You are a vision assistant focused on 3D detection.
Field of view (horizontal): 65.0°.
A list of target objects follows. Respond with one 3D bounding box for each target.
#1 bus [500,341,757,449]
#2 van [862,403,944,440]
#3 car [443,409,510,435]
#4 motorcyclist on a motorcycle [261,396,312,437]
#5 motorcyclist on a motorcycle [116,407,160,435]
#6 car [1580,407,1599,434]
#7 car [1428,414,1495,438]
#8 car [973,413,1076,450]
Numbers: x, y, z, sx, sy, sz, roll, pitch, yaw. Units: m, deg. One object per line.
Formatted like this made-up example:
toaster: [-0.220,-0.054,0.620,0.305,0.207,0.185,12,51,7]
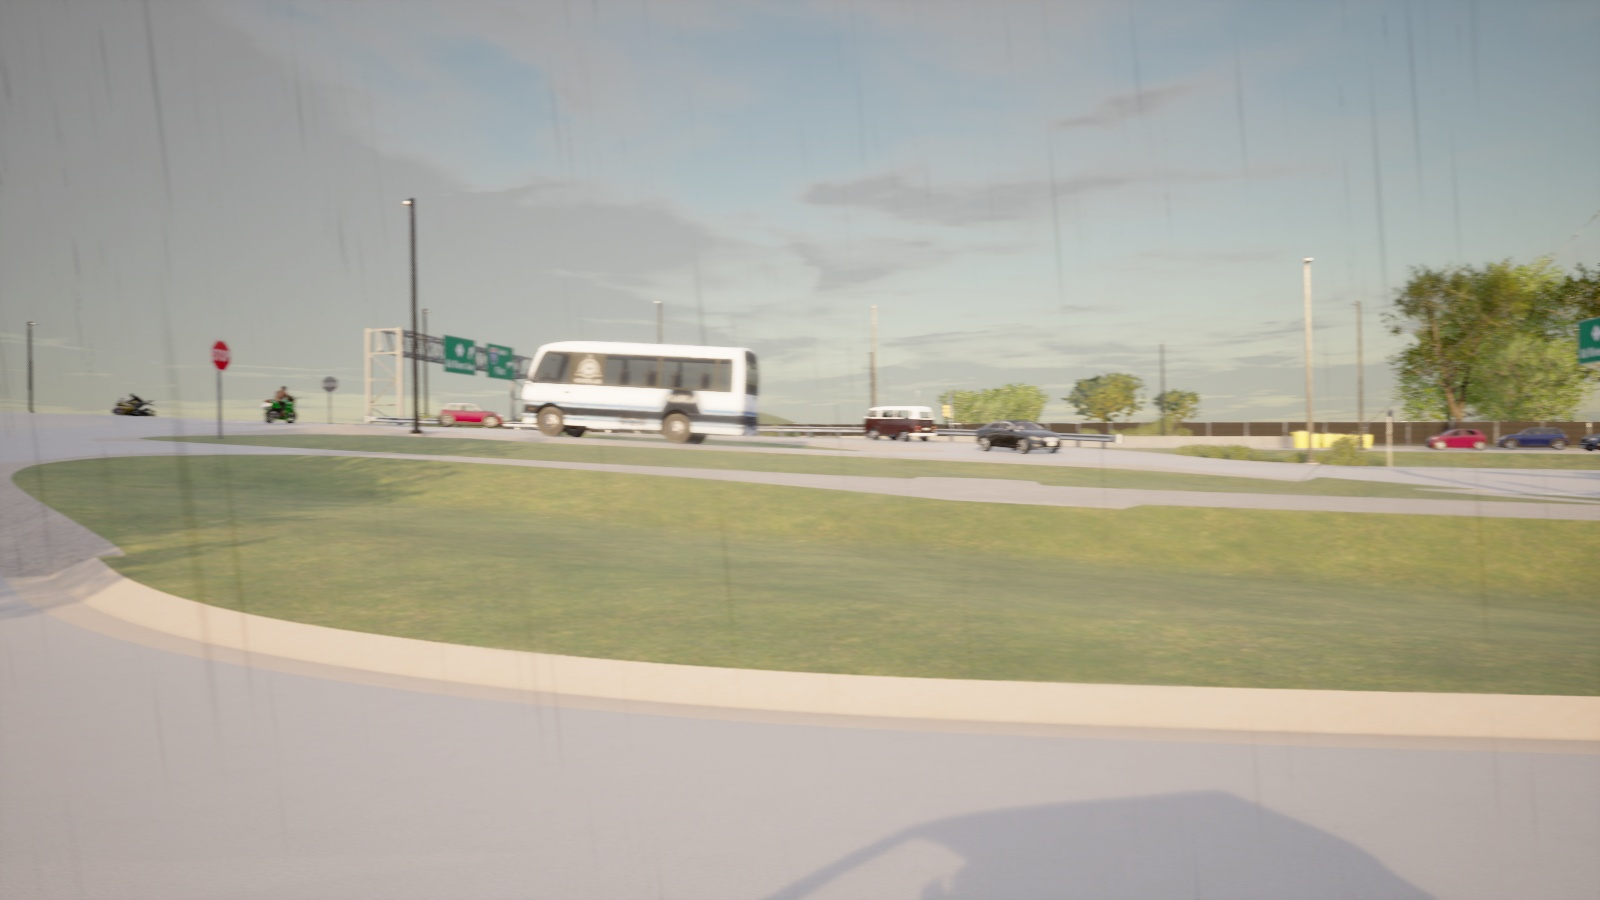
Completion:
bus: [-7.397,-2.363,54.912,10.273,4.253,3.944,2,1,11]
van: [5.900,-1.640,72.240,2.069,2.038,4.480,-1,2,-41]
car: [-19.319,-1.648,75.048,3.806,1.475,1.970,0,0,-13]
motorcyclist on a motorcycle: [-19.918,-1.302,48.743,0.797,1.523,2.044,3,3,11]
motorcyclist on a motorcycle: [-37.804,-1.643,71.759,2.191,1.530,0.866,0,-1,-26]
car: [53.284,-1.940,80.942,4.611,1.667,2.242,-1,0,11]
car: [45.262,-1.639,85.996,3.633,1.501,1.845,-1,0,11]
car: [10.309,-0.891,58.065,2.128,1.511,4.902,-3,3,-27]
